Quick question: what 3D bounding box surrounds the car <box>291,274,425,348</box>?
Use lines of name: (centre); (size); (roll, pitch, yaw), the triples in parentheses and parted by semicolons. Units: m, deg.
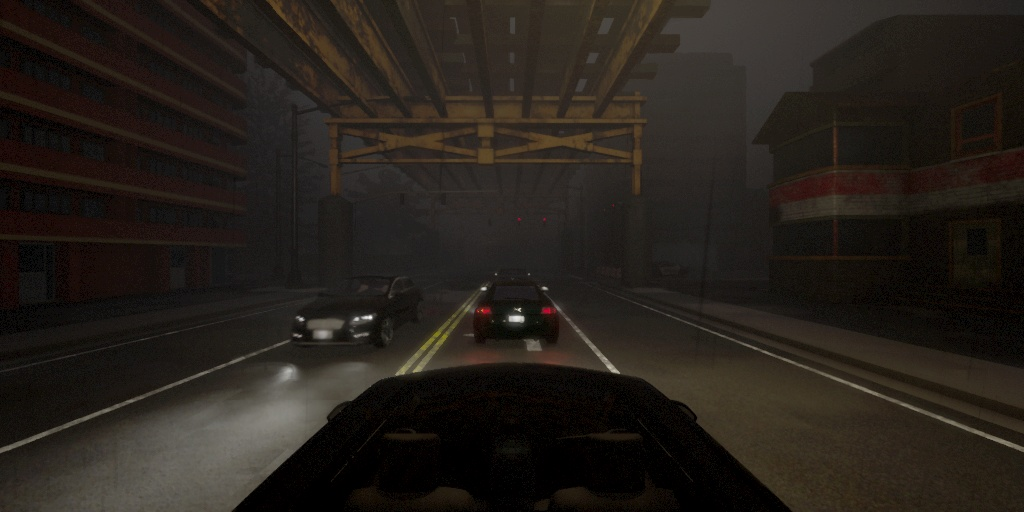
car: (-3.618, 1.239, 9.312); (2.128, 1.511, 4.902); (0, 0, 0)

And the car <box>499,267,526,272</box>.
car: (0.032, 1.280, 19.616); (2.033, 1.411, 5.357); (0, 0, 0)

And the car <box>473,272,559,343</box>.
car: (0.076, 1.311, 9.666); (1.994, 1.385, 4.181); (0, 0, -1)
